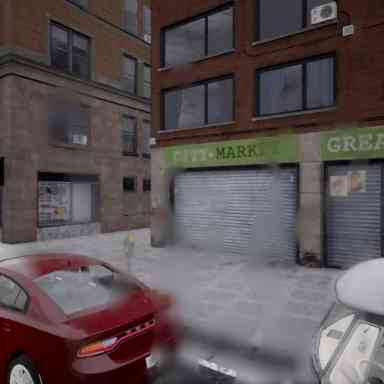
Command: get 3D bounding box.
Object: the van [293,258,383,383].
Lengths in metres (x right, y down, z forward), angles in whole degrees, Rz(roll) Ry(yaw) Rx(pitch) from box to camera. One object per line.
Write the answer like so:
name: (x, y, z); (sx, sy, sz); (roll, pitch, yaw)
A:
van: (2.411, 1.341, 1.357); (3.998, 1.788, 1.690); (0, 0, 35)

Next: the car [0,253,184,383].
car: (-2.198, 1.544, 4.644); (4.507, 1.381, 1.887); (0, 0, 35)
